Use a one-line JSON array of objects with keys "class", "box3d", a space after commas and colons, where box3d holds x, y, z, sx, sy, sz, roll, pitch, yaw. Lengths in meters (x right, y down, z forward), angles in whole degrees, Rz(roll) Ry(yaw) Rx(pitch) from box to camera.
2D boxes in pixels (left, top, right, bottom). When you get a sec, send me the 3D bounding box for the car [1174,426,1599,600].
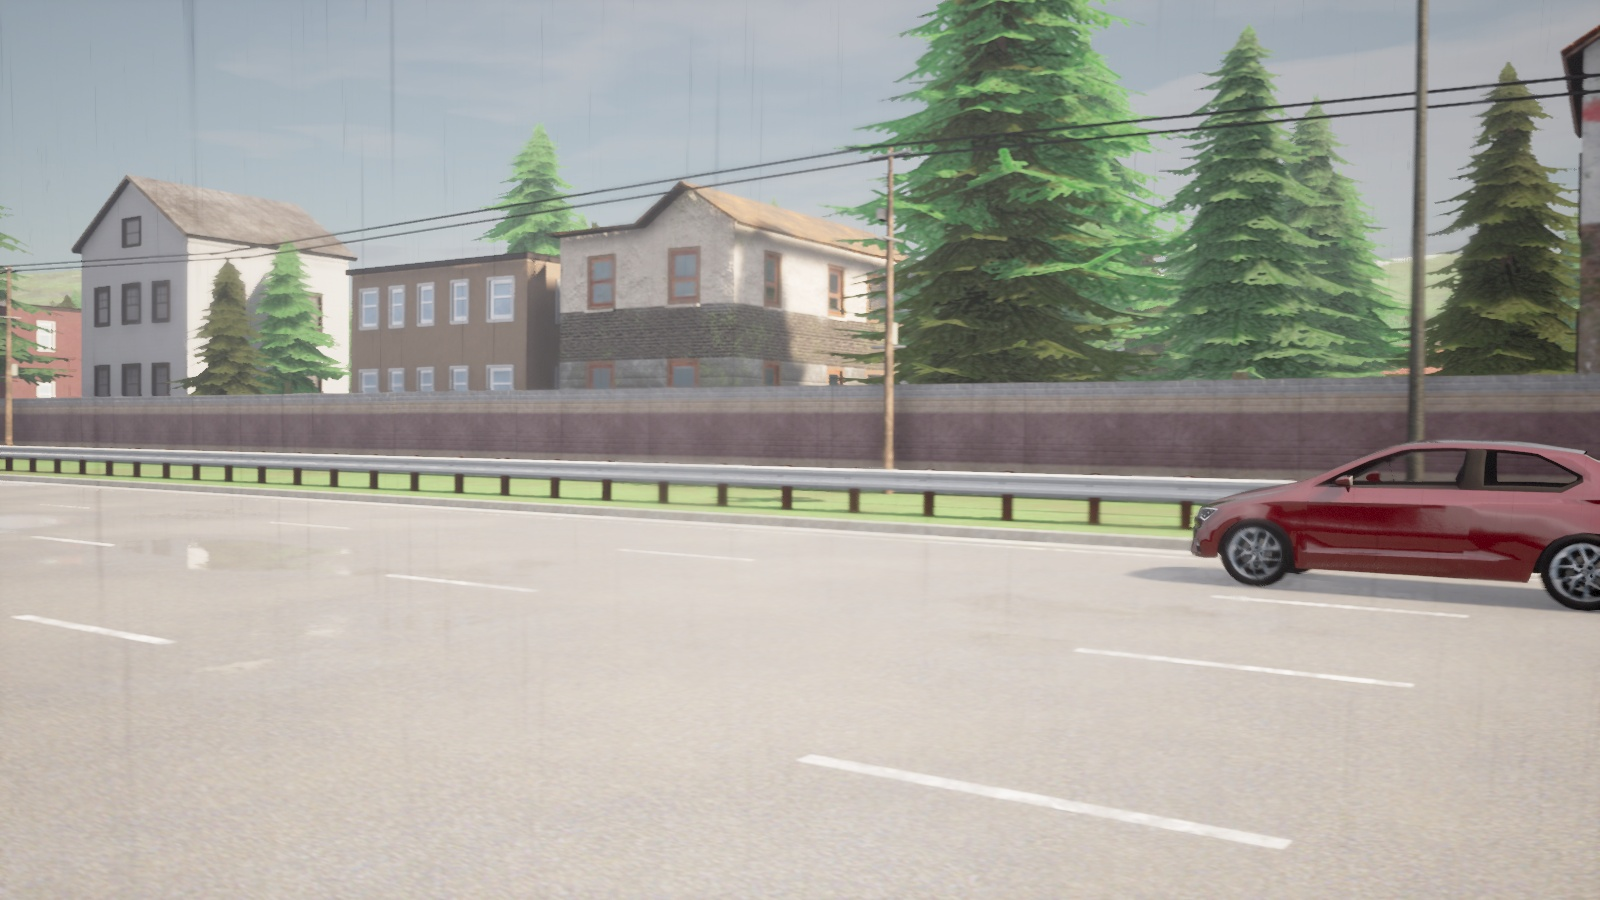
[{"class": "car", "box3d": [6.020, 0.523, 12.231, 4.193, 1.474, 1.816, 0, 1, 34]}]
